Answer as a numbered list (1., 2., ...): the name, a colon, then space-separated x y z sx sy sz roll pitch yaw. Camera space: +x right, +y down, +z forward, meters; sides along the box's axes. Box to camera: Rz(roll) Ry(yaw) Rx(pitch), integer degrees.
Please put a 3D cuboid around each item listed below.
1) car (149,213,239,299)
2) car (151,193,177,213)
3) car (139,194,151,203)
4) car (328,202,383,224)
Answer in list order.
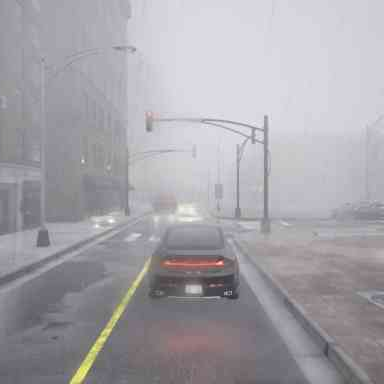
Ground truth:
1. car: 0.060 1.504 8.409 1.837 1.490 4.892 0 0 1
2. car: -2.827 1.227 36.506 2.150 2.045 5.566 0 0 1
3. car: -8.388 1.285 70.081 5.566 2.045 2.150 0 0 9
4. car: 12.311 1.439 23.799 4.902 1.511 2.128 0 0 0
